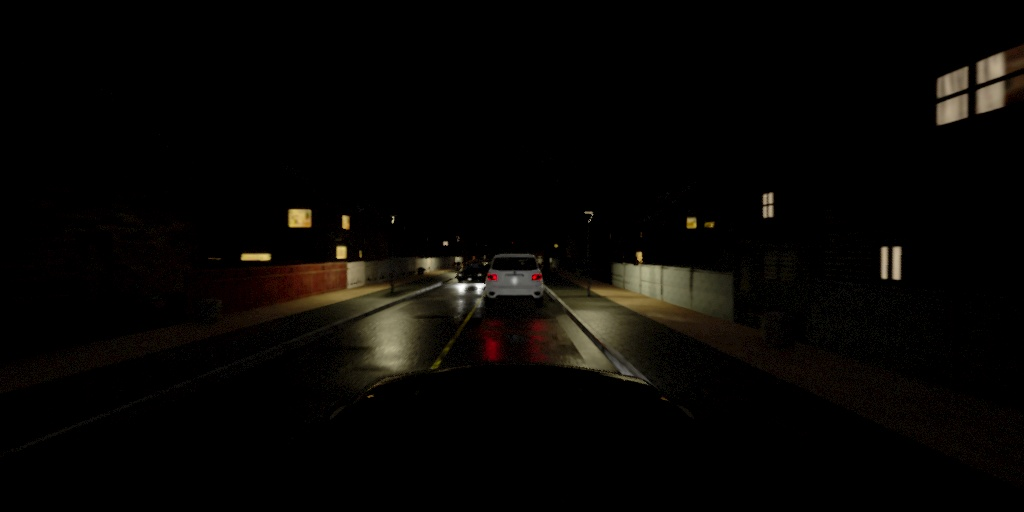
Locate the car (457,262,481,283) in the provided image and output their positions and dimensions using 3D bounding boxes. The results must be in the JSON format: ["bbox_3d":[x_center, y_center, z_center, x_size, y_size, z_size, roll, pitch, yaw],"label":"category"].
[{"bbox_3d":[-2.857,1.170,26.830,2.033,1.411,5.357,0,0,0],"label":"car"}]

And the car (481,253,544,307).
[{"bbox_3d":[0.093,0.904,15.119,2.150,2.045,5.566,0,0,0],"label":"car"}]
